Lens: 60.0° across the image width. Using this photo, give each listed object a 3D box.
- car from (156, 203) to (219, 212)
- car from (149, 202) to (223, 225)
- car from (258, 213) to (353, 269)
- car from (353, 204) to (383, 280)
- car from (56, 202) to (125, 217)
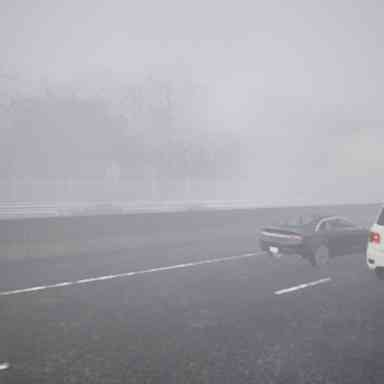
[{"bbox_3d":[-0.479,1.581,20.801,4.718,1.301,1.895,0,0,-35],"label":"car"},{"bbox_3d":[-0.362,1.523,25.157,5.357,1.411,2.033,0,0,-35],"label":"car"},{"bbox_3d":[4.376,1.474,11.167,4.902,1.511,2.128,0,0,-36],"label":"car"},{"bbox_3d":[6.723,1.204,8.548,5.566,2.045,2.150,0,0,-35],"label":"car"},{"bbox_3d":[-7.407,1.477,24.479,4.902,1.511,2.128,0,0,-35],"label":"car"}]
